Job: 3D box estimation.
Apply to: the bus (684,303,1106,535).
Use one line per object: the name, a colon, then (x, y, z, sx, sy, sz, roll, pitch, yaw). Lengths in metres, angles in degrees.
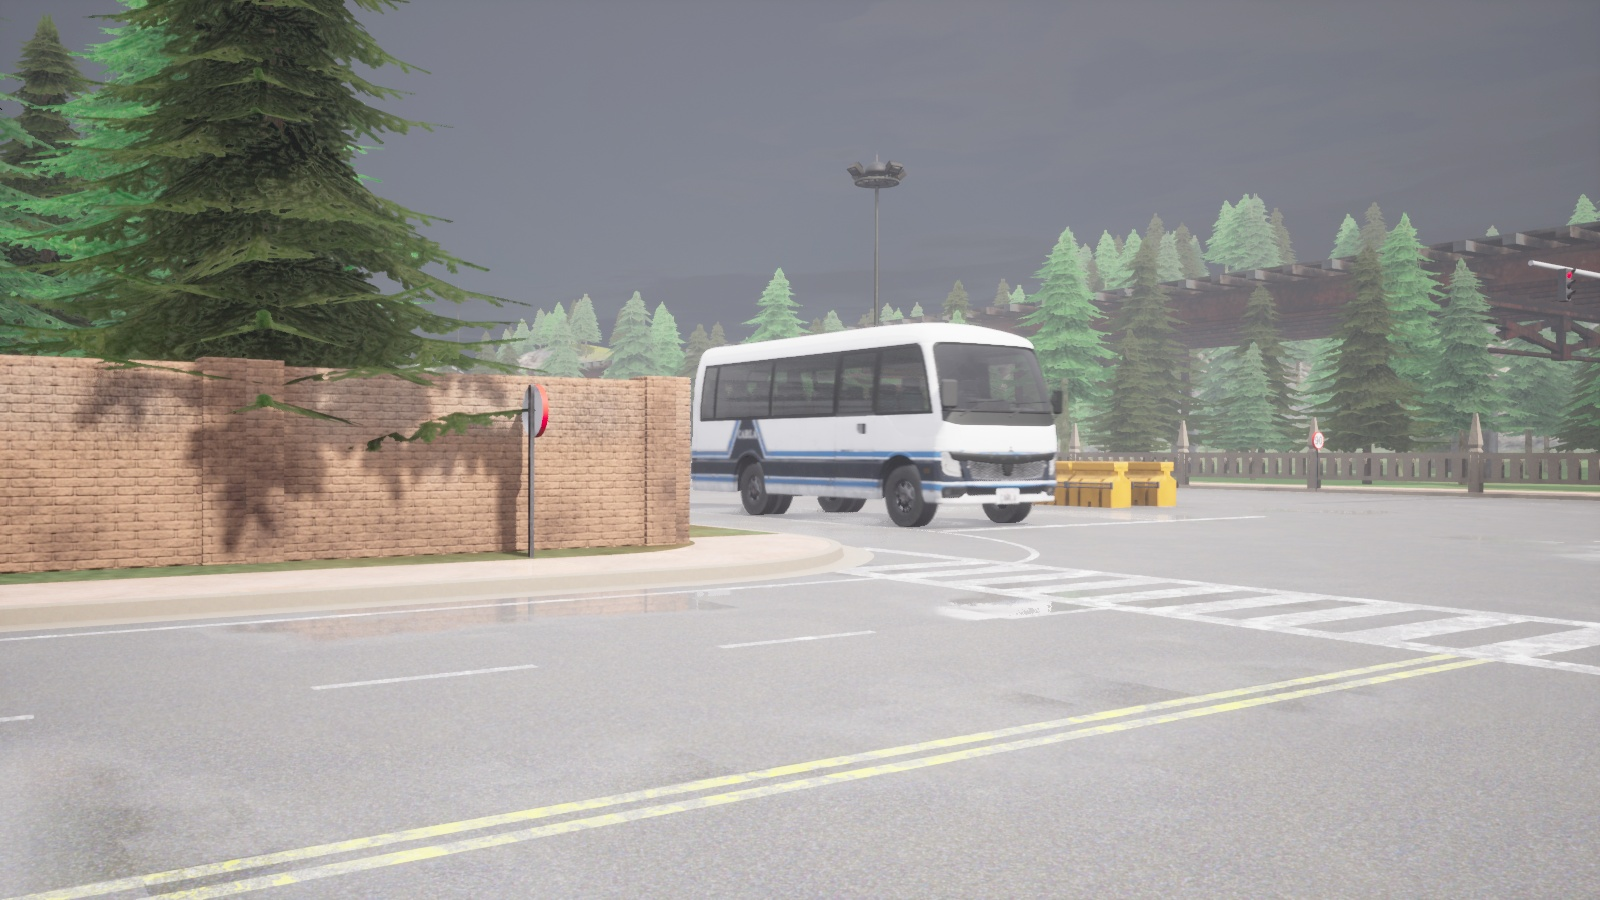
bus: (1.626, -0.566, 28.429, 3.944, 4.253, 10.273, 0, 0, -35)
